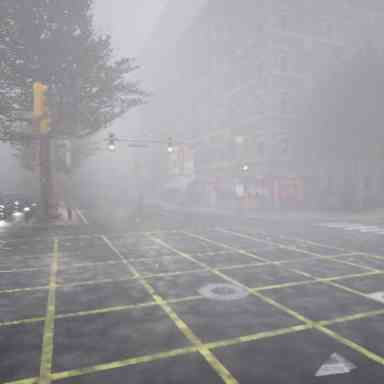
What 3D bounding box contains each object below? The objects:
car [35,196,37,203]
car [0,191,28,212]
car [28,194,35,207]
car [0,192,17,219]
[{"bbox_3d":[-25.731,1.007,52.566,1.882,1.535,5.008,-1,1,-21],"label":"car"},{"bbox_3d":[-18.493,1.059,34.059,2.097,1.767,4.553,-1,1,-21],"label":"car"},{"bbox_3d":[-22.040,1.111,43.170,2.128,1.511,4.902,-1,1,-21],"label":"car"},{"bbox_3d":[-15.334,1.138,25.874,2.097,1.767,4.553,-1,1,-21],"label":"car"}]
